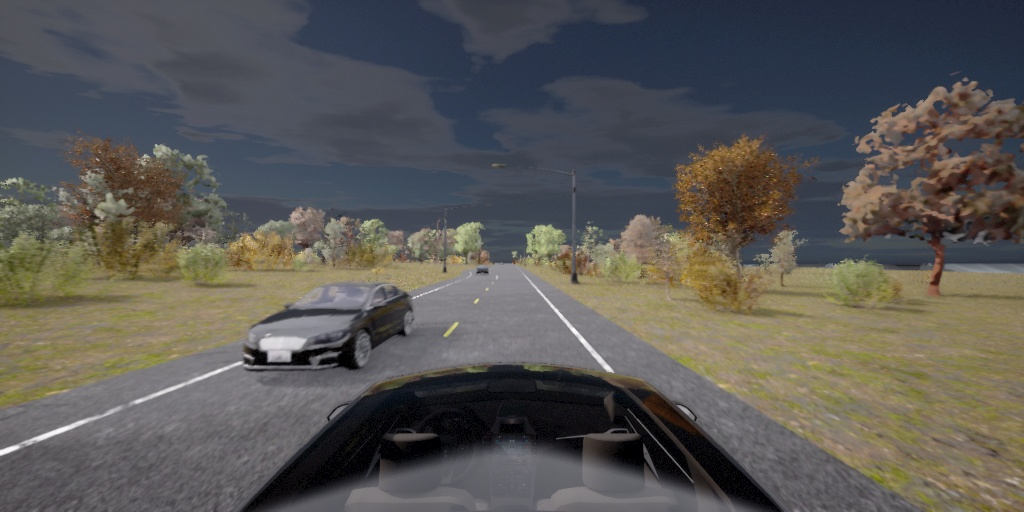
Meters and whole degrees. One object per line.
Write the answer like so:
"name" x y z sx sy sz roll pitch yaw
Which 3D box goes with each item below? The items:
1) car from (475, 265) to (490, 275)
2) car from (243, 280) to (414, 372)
"car" -4.229 2.000 51.429 2.033 1.411 5.357 0 -1 -5
"car" -3.598 1.327 8.006 2.128 1.511 4.902 0 -1 0
